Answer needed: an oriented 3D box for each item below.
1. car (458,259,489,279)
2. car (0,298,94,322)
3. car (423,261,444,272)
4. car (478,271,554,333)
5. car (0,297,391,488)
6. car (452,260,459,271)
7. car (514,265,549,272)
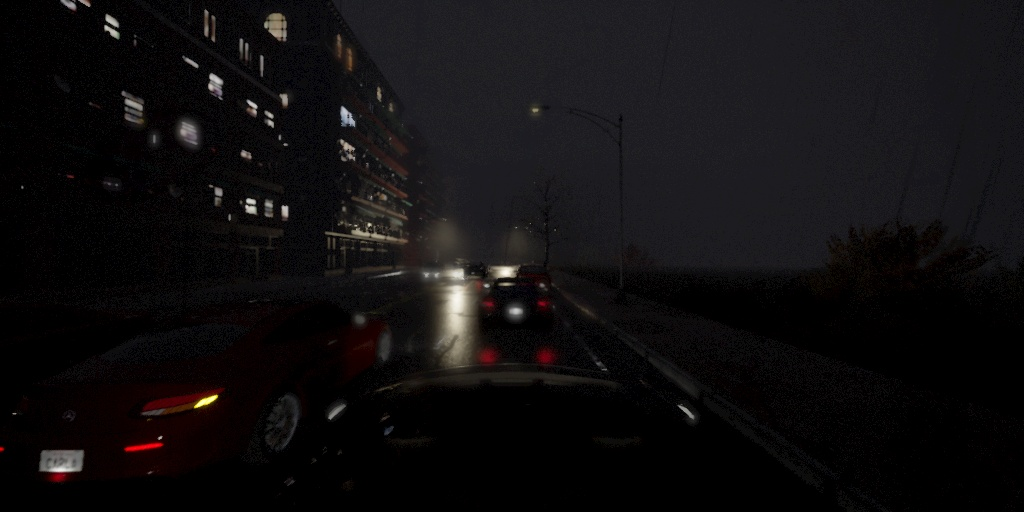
[{"bbox_3d":[-3.191,1.226,32.189,2.128,1.511,4.902,0,0,0],"label":"car"},{"bbox_3d":[-6.602,1.226,3.581,1.882,1.535,5.008,0,0,0],"label":"car"},{"bbox_3d":[-9.903,1.288,45.733,1.994,1.385,4.181,0,0,0],"label":"car"},{"bbox_3d":[0.090,1.310,10.697,1.994,1.385,4.181,0,0,0],"label":"car"},{"bbox_3d":[-3.154,1.274,4.812,1.812,1.442,4.674,0,0,0],"label":"car"},{"bbox_3d":[-6.654,1.215,47.384,2.128,1.511,4.902,0,0,0],"label":"car"},{"bbox_3d":[1.113,1.219,20.078,1.882,1.535,5.008,0,0,0],"label":"car"}]
